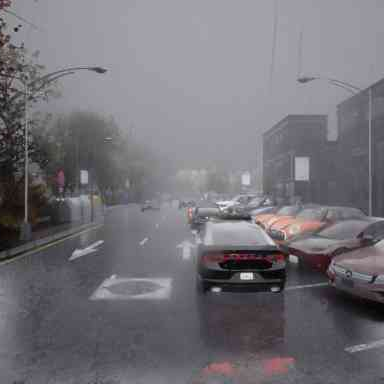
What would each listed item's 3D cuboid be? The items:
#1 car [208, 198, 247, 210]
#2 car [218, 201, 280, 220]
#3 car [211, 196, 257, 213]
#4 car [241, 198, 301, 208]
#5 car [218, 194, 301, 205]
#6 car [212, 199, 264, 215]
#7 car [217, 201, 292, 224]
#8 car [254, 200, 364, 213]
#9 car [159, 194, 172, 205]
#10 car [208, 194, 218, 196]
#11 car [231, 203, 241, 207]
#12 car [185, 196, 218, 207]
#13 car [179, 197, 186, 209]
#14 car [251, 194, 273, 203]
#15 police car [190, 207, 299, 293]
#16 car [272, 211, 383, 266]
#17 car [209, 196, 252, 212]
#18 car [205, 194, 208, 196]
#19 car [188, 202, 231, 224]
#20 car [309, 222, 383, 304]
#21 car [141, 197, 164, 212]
[{"bbox_3d":[4.640,1.600,43.295,4.674,1.452,2.002,1,0,-21],"label":"car"},{"bbox_3d":[4.837,1.544,28.271,4.792,1.488,2.163,1,0,-21],"label":"car"},{"bbox_3d":[4.701,1.414,37.286,4.553,1.767,2.185,1,0,-21],"label":"car"},{"bbox_3d":[5.078,1.369,16.284,4.553,1.767,2.185,1,0,-21],"label":"car"},{"bbox_3d":[4.945,1.251,22.257,5.566,2.045,2.435,1,0,-21],"label":"car"},{"bbox_3d":[4.752,1.560,34.271,4.792,1.488,2.163,1,0,-21],"label":"car"},{"bbox_3d":[4.737,1.503,25.211,5.366,1.575,1.946,1,0,-21],"label":"car"},{"bbox_3d":[5.125,1.366,13.283,4.553,1.767,2.185,1,0,-21],"label":"car"},{"bbox_3d":[-5.126,1.380,65.053,2.150,2.045,5.566,0,0,-1],"label":"car"},{"bbox_3d":[4.799,1.270,31.273,5.566,2.045,2.435,1,0,-21],"label":"car"},{"bbox_3d":[4.996,1.538,19.279,4.674,1.452,2.002,1,0,-21],"label":"car"},{"bbox_3d":[0.760,1.373,24.885,2.097,1.767,4.553,0,0,-1],"label":"car"},{"bbox_3d":[-0.766,1.441,46.848,2.097,1.767,4.553,0,0,0],"label":"car"},{"bbox_3d":[16.971,1.463,80.560,2.435,2.045,5.566,0,0,-22],"label":"car"},{"bbox_3d":[1.015,1.427,9.026,1.930,1.638,5.238,0,0,-1],"label":"police car"},{"bbox_3d":[5.113,1.518,10.262,4.792,1.488,2.163,1,0,-21],"label":"car"},{"bbox_3d":[4.655,1.424,40.286,4.553,1.767,2.185,1,0,-21],"label":"car"},{"bbox_3d":[4.626,1.446,46.304,4.553,1.767,2.185,1,0,-21],"label":"car"},{"bbox_3d":[0.854,1.518,18.915,1.837,1.490,4.892,0,0,-1],"label":"car"},{"bbox_3d":[5.193,1.527,7.271,4.674,1.452,2.002,1,0,-21],"label":"car"},{"bbox_3d":[-4.764,1.624,39.064,1.994,1.385,4.181,0,0,-1],"label":"car"}]
